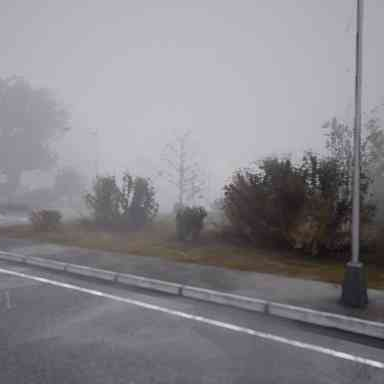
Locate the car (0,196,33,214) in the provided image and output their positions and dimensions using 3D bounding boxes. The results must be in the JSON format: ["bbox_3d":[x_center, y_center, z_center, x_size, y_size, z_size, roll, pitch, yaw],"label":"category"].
[{"bbox_3d":[-18.095,1.187,32.769,2.097,1.767,4.553,1,-1,20],"label":"car"}]
